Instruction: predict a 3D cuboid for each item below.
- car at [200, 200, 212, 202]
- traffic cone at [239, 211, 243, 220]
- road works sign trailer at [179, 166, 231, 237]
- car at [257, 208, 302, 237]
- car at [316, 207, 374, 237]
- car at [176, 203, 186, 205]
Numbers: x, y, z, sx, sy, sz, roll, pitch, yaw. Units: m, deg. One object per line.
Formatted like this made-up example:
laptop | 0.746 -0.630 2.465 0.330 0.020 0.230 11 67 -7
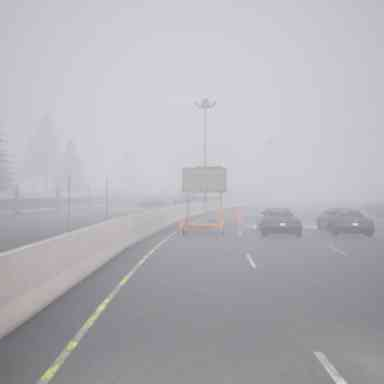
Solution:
car | 2.626 1.454 48.634 1.994 1.385 4.181 0 0 25
traffic cone | 3.414 1.900 24.445 0.340 0.580 0.340 0 0 10
road works sign trailer | 0.682 0.424 17.827 2.380 3.560 2.880 0 0 10
car | 4.602 1.523 17.936 1.994 1.385 4.181 0 0 7
car | 8.133 1.523 18.001 1.994 1.385 4.181 0 0 7
car | -0.819 1.109 49.644 2.150 2.045 5.566 0 0 25
